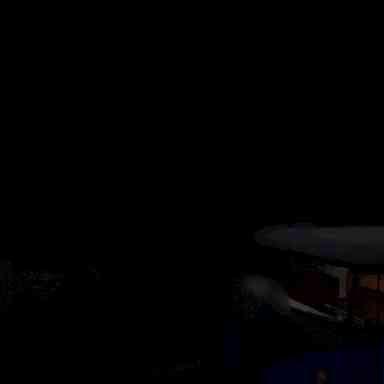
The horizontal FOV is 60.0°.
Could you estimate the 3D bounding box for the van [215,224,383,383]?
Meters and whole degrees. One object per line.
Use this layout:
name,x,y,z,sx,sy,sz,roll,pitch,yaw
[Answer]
van,2.247,1.273,3.623,3.998,1.788,1.690,1,2,-27

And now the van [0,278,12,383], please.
van,-2.734,1.165,1.097,3.998,1.788,1.690,1,2,-27
